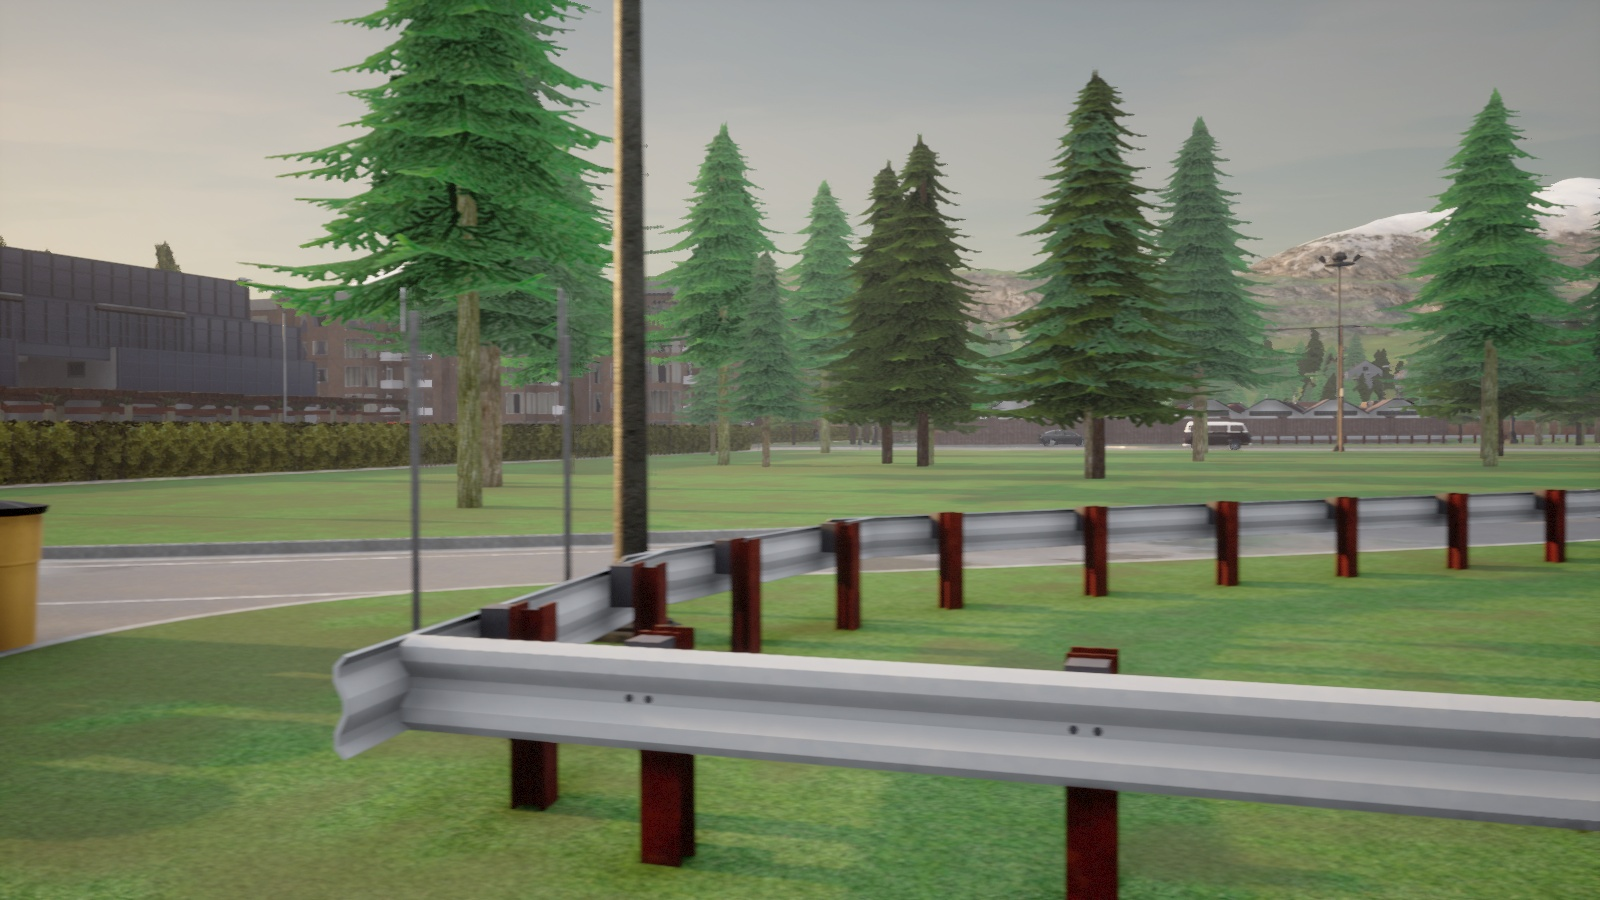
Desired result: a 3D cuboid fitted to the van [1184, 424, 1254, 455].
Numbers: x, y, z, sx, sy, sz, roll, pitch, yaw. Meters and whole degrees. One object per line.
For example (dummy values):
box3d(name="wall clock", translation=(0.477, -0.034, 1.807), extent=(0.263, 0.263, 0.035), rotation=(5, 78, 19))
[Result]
box3d(name="van", translation=(28.498, -0.712, 85.500), extent=(4.480, 2.038, 2.069), rotation=(1, 1, 19))
